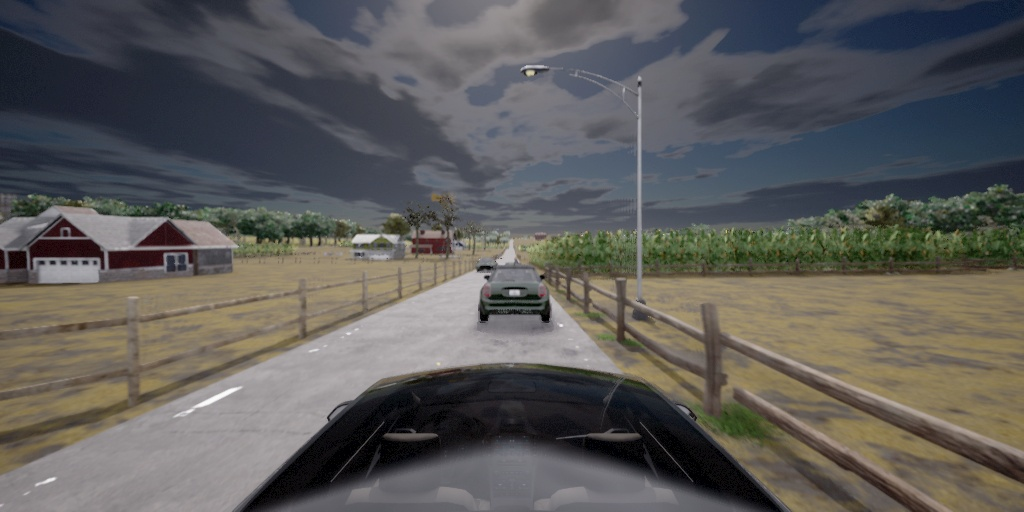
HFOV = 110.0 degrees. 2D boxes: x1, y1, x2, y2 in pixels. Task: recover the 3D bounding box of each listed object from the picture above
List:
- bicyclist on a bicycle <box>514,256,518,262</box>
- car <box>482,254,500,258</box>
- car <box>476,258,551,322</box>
[{"bbox_3d":[0.751,0.817,65.398,0.866,1.612,1.509,0,1,0],"label":"bicyclist on a bicycle"},{"bbox_3d":[-2.841,0.913,40.528,2.097,1.767,4.553,0,0,0],"label":"car"},{"bbox_3d":[0.084,1.053,12.267,2.097,1.767,4.553,0,0,0],"label":"car"}]
